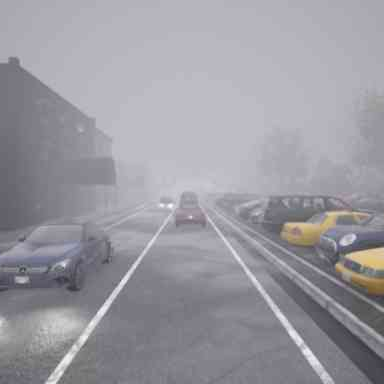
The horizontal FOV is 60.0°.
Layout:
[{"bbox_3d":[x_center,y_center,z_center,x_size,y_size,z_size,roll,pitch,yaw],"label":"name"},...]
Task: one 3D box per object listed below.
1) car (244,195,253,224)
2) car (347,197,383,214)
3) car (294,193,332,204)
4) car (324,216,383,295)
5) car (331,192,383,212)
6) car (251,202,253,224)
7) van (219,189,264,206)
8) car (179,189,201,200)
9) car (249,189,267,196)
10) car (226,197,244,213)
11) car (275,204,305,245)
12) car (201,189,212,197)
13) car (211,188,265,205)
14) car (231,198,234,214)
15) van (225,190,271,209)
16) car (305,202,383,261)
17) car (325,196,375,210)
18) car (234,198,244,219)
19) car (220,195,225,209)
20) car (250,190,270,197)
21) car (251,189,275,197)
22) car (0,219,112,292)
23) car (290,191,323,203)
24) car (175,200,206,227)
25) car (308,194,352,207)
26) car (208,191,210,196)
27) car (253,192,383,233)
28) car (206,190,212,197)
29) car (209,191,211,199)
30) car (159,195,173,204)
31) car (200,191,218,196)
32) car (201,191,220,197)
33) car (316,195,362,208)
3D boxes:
[{"bbox_3d":[5.898,1.265,21.086,4.553,1.767,2.185,0,0,-1],"label":"car"},{"bbox_3d":[18.272,1.322,32.751,5.008,1.535,2.097,0,1,-1],"label":"car"},{"bbox_3d":[18.034,0.991,49.699,5.008,1.535,2.097,0,1,-1],"label":"car"},{"bbox_3d":[5.883,1.417,6.956,5.366,1.575,1.946,0,0,-1],"label":"car"},{"bbox_3d":[18.209,1.018,35.580,5.566,2.045,2.435,0,1,-1],"label":"car"},{"bbox_3d":[5.910,1.436,18.260,4.674,1.452,2.002,0,0,-1],"label":"car"},{"bbox_3d":[5.741,1.003,38.056,4.442,1.987,1.878,0,1,-1],"label":"van"},{"bbox_3d":[-0.397,0.944,40.399,2.150,2.045,5.566,0,1,0],"label":"car"},{"bbox_3d":[17.725,0.212,89.710,4.553,1.767,2.185,0,1,-1],"label":"car"},{"bbox_3d":[5.749,1.408,29.571,4.674,1.452,2.002,0,0,-1],"label":"car"},{"bbox_3d":[6.173,1.405,12.612,5.366,1.575,1.946,0,0,-1],"label":"car"},{"bbox_3d":[4.772,0.570,81.161,4.674,1.452,2.002,1,1,-1],"label":"car"},{"bbox_3d":[5.556,0.922,40.878,5.566,2.045,2.435,0,1,-1],"label":"car"},{"bbox_3d":[5.784,1.418,26.737,4.674,1.452,2.002,0,0,-1],"label":"car"},{"bbox_3d":[5.820,1.108,32.527,4.442,1.987,1.878,0,1,-1],"label":"van"},{"bbox_3d":[6.059,1.288,9.784,4.553,1.767,2.185,0,0,-1],"label":"car"},{"bbox_3d":[18.168,1.244,38.408,4.792,1.488,2.163,0,1,-1],"label":"car"},{"bbox_3d":[5.821,1.384,23.911,5.008,1.535,2.097,0,0,-1],"label":"car"},{"bbox_3d":[5.668,1.324,35.235,4.674,1.452,2.002,0,1,-1],"label":"car"},{"bbox_3d":[17.772,0.273,86.926,4.553,1.767,2.185,0,1,-1],"label":"car"},{"bbox_3d":[17.819,0.210,84.014,5.566,2.045,2.435,0,1,-1],"label":"car"},{"bbox_3d":[-3.424,1.494,8.987,1.812,1.442,4.674,0,0,-1],"label":"car"},{"bbox_3d":[17.969,0.813,52.395,4.553,1.767,2.185,0,1,-1],"label":"car"},{"bbox_3d":[-0.123,1.475,22.255,1.994,1.385,4.181,0,0,-1],"label":"car"},{"bbox_3d":[18.127,1.106,43.929,4.892,1.521,2.231,0,1,-1],"label":"car"},{"bbox_3d":[5.385,0.934,55.009,4.674,1.452,2.002,0,1,-1],"label":"car"},{"bbox_3d":[5.976,1.151,15.435,5.566,2.045,2.435,0,0,-1],"label":"car"},{"bbox_3d":[5.372,0.868,57.835,4.792,1.488,2.163,0,1,-1],"label":"car"},{"bbox_3d":[5.649,1.002,49.361,5.366,1.575,1.946,0,1,-1],"label":"car"},{"bbox_3d":[-4.017,1.146,51.896,1.895,1.301,4.718,0,1,-1],"label":"car"},{"bbox_3d":[4.621,0.393,89.366,4.674,1.452,2.002,0,1,-1],"label":"car"},{"bbox_3d":[4.694,0.442,86.584,4.792,1.488,2.163,0,1,-1],"label":"car"},{"bbox_3d":[18.128,1.188,41.231,4.792,1.488,2.163,0,1,-1],"label":"car"}]
